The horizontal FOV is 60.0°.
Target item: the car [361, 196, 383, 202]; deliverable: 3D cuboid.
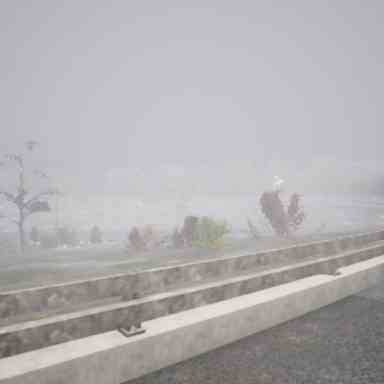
[{"bbox_3d":[44.728,2.008,82.617,1.812,1.442,4.674,0,-1,0],"label":"car"}]
